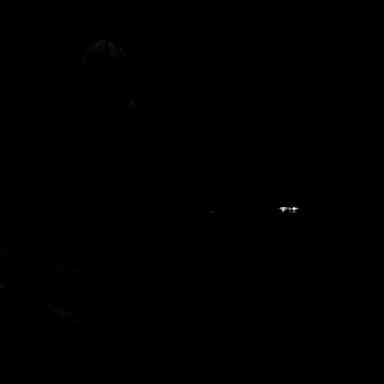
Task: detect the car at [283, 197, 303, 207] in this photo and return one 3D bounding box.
[{"bbox_3d":[15.021,1.450,49.199,1.837,1.490,4.892,0,0,36],"label":"car"}]

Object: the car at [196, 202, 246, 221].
[{"bbox_3d":[2.452,1.533,27.011,2.033,1.411,5.357,0,0,36],"label":"car"}]
